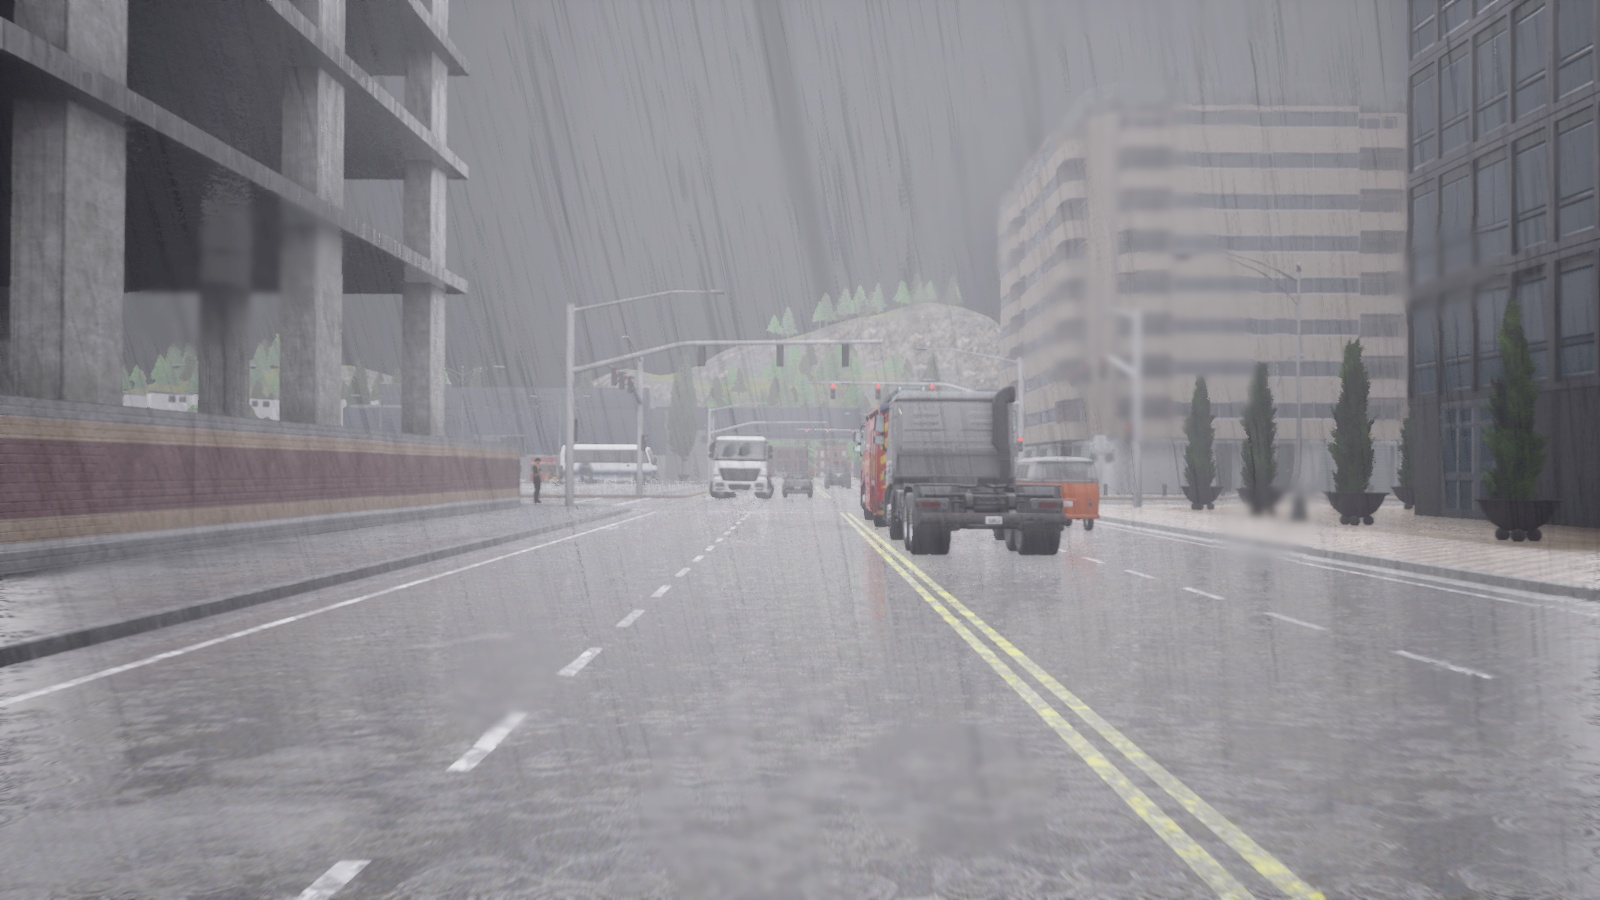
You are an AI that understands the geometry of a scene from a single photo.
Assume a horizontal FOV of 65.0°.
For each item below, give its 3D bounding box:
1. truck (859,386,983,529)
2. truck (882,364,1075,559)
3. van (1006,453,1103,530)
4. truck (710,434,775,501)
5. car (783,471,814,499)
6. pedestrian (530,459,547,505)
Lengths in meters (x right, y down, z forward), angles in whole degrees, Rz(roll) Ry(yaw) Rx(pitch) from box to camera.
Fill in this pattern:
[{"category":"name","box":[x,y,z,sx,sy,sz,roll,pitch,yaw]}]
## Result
[{"category":"truck","box":[3.437,0.268,37.796,2.891,3.827,8.468,0,-1,0]},{"category":"truck","box":[3.432,0.259,26.330,2.891,3.462,7.936,0,-1,0]},{"category":"van","box":[6.945,1.120,34.731,1.775,1.987,4.442,0,-1,0]},{"category":"truck","box":[-3.064,0.991,69.550,2.891,3.462,7.936,0,-1,2]},{"category":"car","box":[-0.105,2.016,73.091,1.789,1.549,3.705,0,-1,0]},{"category":"pedestrian","box":[-10.638,1.306,51.084,0.594,1.836,0.345,1,-1,-45]}]
